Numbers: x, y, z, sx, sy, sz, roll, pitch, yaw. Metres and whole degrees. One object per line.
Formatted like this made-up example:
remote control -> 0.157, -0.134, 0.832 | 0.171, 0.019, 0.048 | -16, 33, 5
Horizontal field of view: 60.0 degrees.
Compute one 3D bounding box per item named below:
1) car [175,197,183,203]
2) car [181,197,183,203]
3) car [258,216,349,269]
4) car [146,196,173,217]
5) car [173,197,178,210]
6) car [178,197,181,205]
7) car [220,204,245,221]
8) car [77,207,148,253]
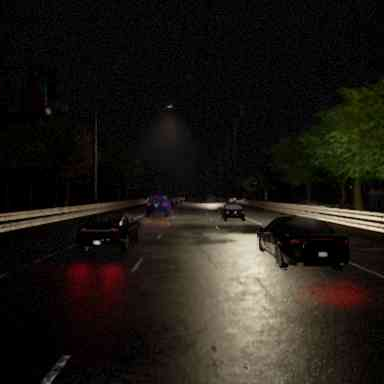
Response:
car -> -3.569, 2.294, 93.844 | 2.128, 1.511, 4.902 | 0, -1, 0
car -> -3.553, 1.800, 71.807 | 2.097, 1.767, 4.553 | 0, -1, 0
car -> 3.593, 1.581, 11.608 | 1.882, 1.535, 5.008 | 0, 0, 0
car -> -3.424, 1.477, 34.500 | 2.150, 2.045, 5.566 | 0, -1, 0
car -> -3.537, 1.852, 49.825 | 1.812, 1.442, 4.674 | 0, 0, 0
car -> -3.545, 1.861, 60.829 | 2.128, 1.511, 4.902 | 0, 0, 0
car -> 3.579, 1.785, 29.947 | 2.033, 1.411, 5.357 | 0, 0, 0
car -> -3.411, 1.617, 14.348 | 2.128, 1.511, 4.902 | 0, 0, 0
